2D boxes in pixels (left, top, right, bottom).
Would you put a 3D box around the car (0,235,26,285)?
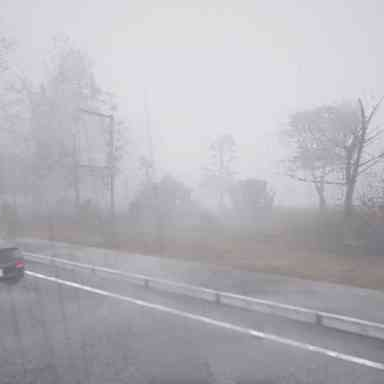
[{"bbox_3d":[-5.932,1.527,8.223,4.674,1.442,1.812,0,0,35],"label":"car"}]
